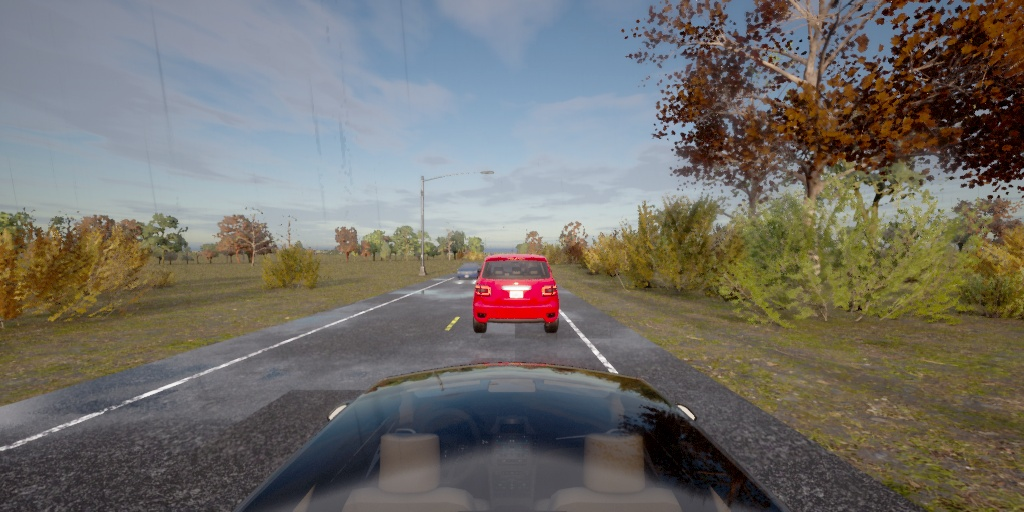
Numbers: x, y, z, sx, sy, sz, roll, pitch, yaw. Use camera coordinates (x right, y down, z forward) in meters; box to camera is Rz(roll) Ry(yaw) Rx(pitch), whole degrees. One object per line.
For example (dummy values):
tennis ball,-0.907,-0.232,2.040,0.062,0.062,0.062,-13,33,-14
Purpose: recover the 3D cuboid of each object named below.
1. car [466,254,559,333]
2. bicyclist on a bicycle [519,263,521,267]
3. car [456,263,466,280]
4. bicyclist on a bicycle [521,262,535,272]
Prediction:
car,0.088,0.968,10.854,2.150,2.045,5.566,0,0,0
bicyclist on a bicycle,0.891,1.111,28.573,0.659,1.776,1.843,0,0,0
car,-3.699,1.287,31.957,2.033,1.411,5.357,0,0,0
bicyclist on a bicycle,0.935,1.114,18.560,0.659,1.776,1.843,0,0,0
